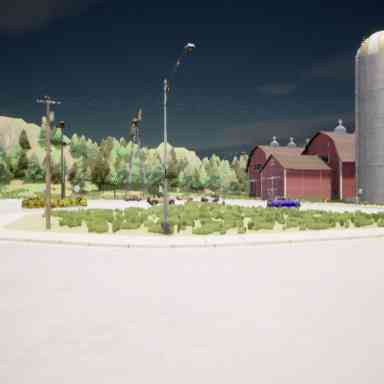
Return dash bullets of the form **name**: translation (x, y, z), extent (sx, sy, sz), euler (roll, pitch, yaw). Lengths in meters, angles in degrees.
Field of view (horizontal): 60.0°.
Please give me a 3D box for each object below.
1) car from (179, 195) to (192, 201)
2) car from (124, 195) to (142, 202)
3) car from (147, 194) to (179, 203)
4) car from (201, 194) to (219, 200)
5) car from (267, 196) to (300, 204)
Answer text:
- **car**: translation (-1.646, 1.464, 80.008), extent (4.193, 1.474, 1.816), euler (0, 0, -21)
- **car**: translation (-13.216, 1.476, 74.258), extent (3.905, 1.438, 1.784), euler (0, 0, -21)
- **car**: translation (-4.947, 1.263, 53.354), extent (4.605, 1.855, 1.932), euler (0, 0, -21)
- **car**: translation (3.744, 1.270, 67.637), extent (3.866, 1.878, 1.905), euler (0, 0, -21)
- **car**: translation (12.468, 1.434, 45.057), extent (4.611, 1.667, 2.242), euler (0, 0, -21)
